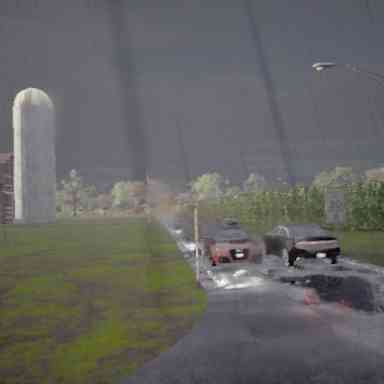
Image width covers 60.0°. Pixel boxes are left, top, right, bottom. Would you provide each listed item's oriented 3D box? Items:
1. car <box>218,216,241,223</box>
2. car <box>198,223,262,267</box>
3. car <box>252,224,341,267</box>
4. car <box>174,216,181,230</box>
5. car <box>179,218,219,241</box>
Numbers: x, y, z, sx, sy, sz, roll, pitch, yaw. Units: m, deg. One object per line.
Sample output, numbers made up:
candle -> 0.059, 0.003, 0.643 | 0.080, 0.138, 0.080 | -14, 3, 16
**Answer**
car -> 2.918, 2.812, 28.292 | 1.837, 1.490, 4.892 | -2, -3, -7
car -> 1.597, 2.256, 14.286 | 1.994, 1.385, 4.181 | -2, -3, -5
car -> 4.260, 2.060, 13.706 | 2.128, 1.511, 4.902 | -2, -3, -3
car -> -1.066, 3.451, 37.849 | 2.033, 1.411, 5.357 | -2, -3, -7
car -> 0.437, 2.801, 24.911 | 1.994, 1.385, 4.181 | -2, -3, -7
